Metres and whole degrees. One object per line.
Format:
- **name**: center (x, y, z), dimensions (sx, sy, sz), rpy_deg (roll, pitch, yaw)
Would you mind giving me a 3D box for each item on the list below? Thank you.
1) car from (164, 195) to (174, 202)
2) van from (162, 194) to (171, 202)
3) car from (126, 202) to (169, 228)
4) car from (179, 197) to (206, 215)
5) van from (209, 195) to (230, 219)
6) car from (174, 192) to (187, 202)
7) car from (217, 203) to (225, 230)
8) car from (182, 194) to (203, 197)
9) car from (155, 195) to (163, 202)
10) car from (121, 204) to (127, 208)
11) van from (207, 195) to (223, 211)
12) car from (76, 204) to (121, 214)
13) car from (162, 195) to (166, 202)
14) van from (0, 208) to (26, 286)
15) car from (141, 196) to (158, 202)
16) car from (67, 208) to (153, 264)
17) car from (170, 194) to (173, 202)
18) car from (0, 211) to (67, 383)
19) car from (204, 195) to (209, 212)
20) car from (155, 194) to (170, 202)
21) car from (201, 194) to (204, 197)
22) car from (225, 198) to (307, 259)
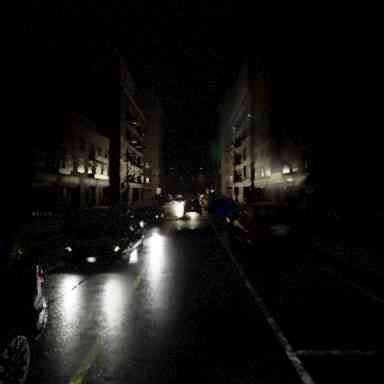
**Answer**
- **car**: center (-5.414, 1.462, 77.402), dimensions (2.008, 1.369, 4.403), rpy_deg (0, 0, 0)
- **van**: center (-5.414, 1.259, 71.996), dimensions (1.690, 1.788, 3.998), rpy_deg (0, 0, 0)
- **car**: center (-2.842, 1.576, 22.314), dimensions (1.895, 1.301, 4.718), rpy_deg (0, 0, 0)
- **car**: center (0.046, 1.511, 32.748), dimensions (2.033, 1.411, 5.357), rpy_deg (0, 0, 0)
- **van**: center (2.681, 1.309, 28.750), dimensions (1.690, 1.788, 3.998), rpy_deg (0, 0, 0)
- **car**: center (-2.773, 1.391, 74.856), dimensions (2.033, 1.411, 5.357), rpy_deg (0, 0, 0)
- **car**: center (2.694, 1.531, 17.937), dimensions (2.008, 1.369, 4.403), rpy_deg (0, 0, 0)
- **car**: center (0.028, 1.437, 46.199), dimensions (2.128, 1.511, 4.902), rpy_deg (0, 0, 0)
- **car**: center (-5.412, 1.500, 44.965), dimensions (2.008, 1.369, 4.403), rpy_deg (0, 0, 0)
- **car**: center (-5.411, 1.519, 23.340), dimensions (1.887, 1.381, 4.507), rpy_deg (0, 0, 0)
- **van**: center (2.667, 1.296, 39.563), dimensions (1.690, 1.788, 3.998), rpy_deg (0, 0, 0)
- **car**: center (-5.410, 1.546, 17.934), dimensions (1.947, 1.339, 4.313), rpy_deg (0, 0, 0)
- **car**: center (-5.412, 1.509, 50.371), dimensions (1.947, 1.339, 4.313), rpy_deg (0, 0, 0)
- **van**: center (-5.410, 1.333, 7.121), dimensions (1.690, 1.788, 3.998), rpy_deg (0, 0, 0)
- **car**: center (-5.412, 1.481, 39.389), dimensions (1.752, 1.417, 4.829), rpy_deg (0, 0, 0)
- **car**: center (-2.858, 1.534, 12.098), dimensions (2.033, 1.411, 5.357), rpy_deg (0, 0, 0)
- **car**: center (-5.413, 1.506, 66.590), dimensions (1.802, 1.307, 4.206), rpy_deg (0, 0, 0)
- **car**: center (-2.848, 1.219, 1.849), dimensions (2.150, 2.045, 5.566), rpy_deg (0, 0, 0)
- **car**: center (2.674, 1.276, 34.156), dimensions (2.192, 1.841, 5.009), rpy_deg (0, 0, 0)
- **car**: center (-5.413, 1.251, 55.777), dimensions (2.192, 1.841, 5.009), rpy_deg (0, 0, 0)
- **car**: center (2.647, 1.461, 55.951), dimensions (1.752, 1.417, 4.829), rpy_deg (0, 0, 0)
- **car**: center (2.701, 1.301, 12.531), dimensions (2.192, 1.841, 5.009), rpy_deg (0, 0, 0)
